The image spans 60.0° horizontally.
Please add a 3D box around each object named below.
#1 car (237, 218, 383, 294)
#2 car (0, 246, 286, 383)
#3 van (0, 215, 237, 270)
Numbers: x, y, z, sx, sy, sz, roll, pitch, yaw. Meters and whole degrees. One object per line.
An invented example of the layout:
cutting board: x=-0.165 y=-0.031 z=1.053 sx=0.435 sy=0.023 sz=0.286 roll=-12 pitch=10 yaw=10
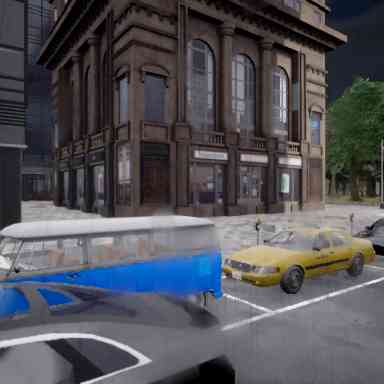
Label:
car: x=2.954 y=1.525 z=8.750 sx=4.829 sy=1.417 sz=1.752 roll=0 pitch=0 yaw=-35
car: x=-1.907 y=1.491 z=2.020 sx=4.902 sy=1.511 sz=2.128 roll=0 pitch=0 yaw=-35
van: x=-1.337 y=1.341 z=5.695 sx=3.998 sy=1.788 sz=1.690 roll=0 pitch=0 yaw=-35
